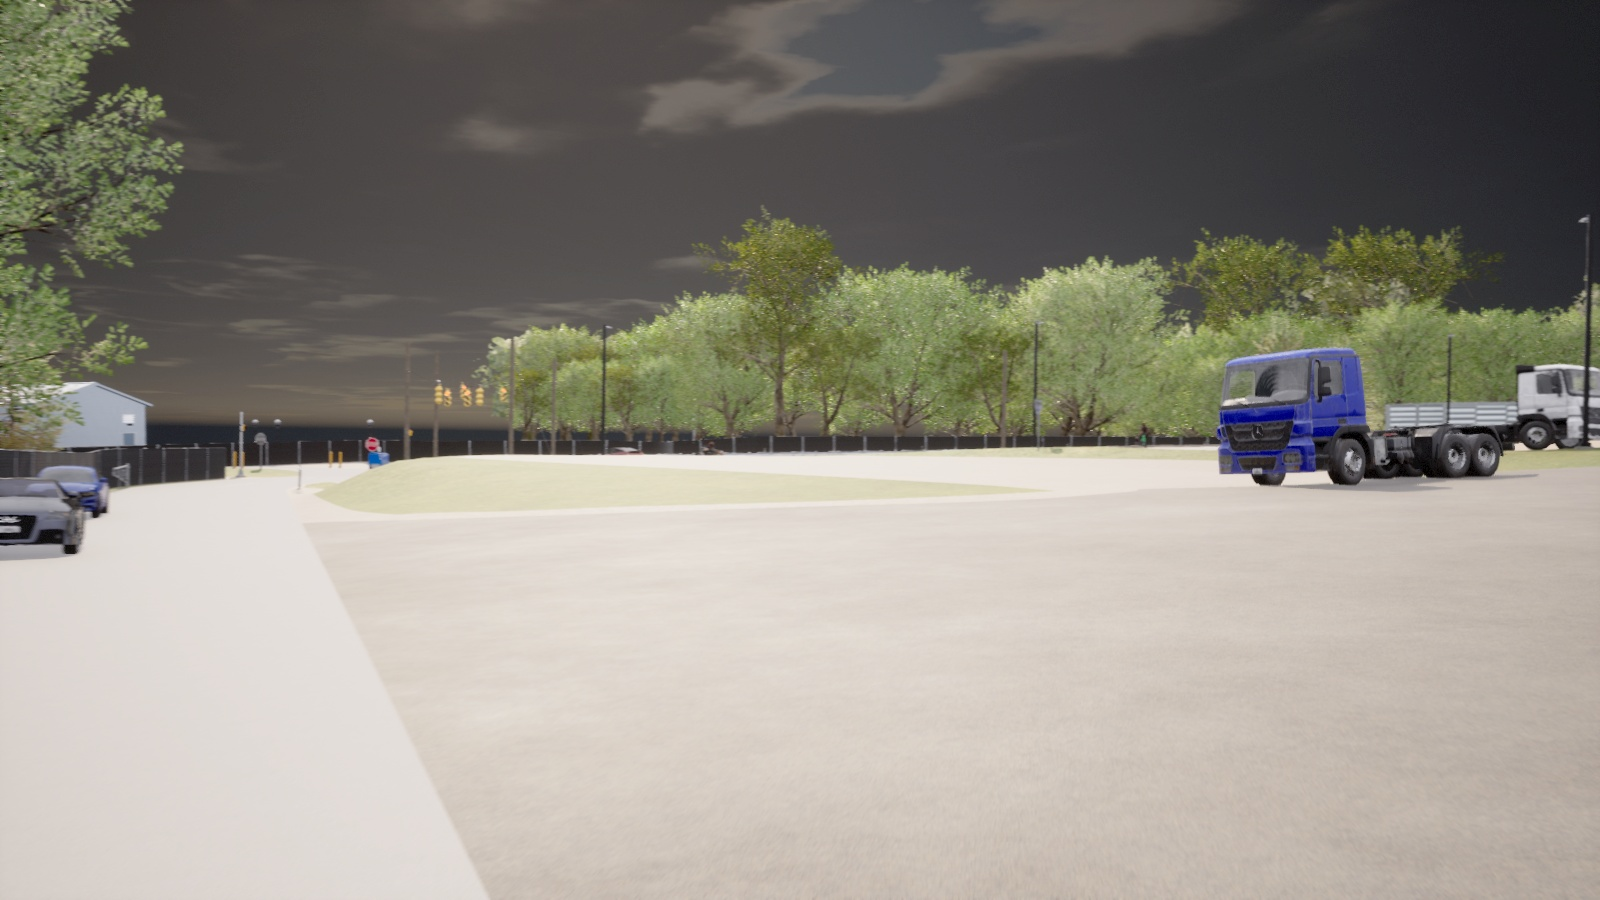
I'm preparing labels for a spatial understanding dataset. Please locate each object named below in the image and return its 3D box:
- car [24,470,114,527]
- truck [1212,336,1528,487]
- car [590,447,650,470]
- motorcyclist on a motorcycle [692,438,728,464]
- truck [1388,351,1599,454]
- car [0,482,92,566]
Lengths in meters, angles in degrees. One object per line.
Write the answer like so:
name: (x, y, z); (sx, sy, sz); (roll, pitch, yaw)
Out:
car: (-21.905, 1.392, 37.784); (1.882, 1.535, 5.008); (0, 0, -25)
truck: (14.700, -1.022, 32.255); (7.936, 3.462, 2.891); (-3, -1, -27)
car: (-13.119, 0.641, 91.209); (2.007, 1.525, 4.514); (0, -2, -45)
motorcyclist on a motorcycle: (-6.106, 0.087, 85.605); (2.350, 1.649, 0.766); (-2, -1, 29)
truck: (28.989, -1.792, 52.085); (2.891, 3.462, 7.936); (1, -4, -31)
car: (-14.444, 1.321, 23.395); (1.994, 1.385, 4.181); (0, -1, -27)
